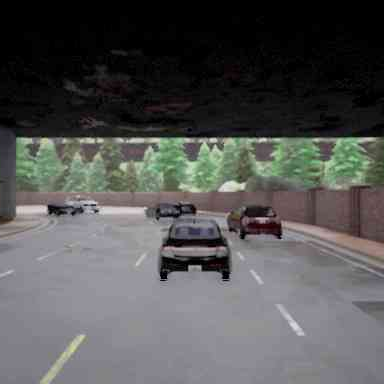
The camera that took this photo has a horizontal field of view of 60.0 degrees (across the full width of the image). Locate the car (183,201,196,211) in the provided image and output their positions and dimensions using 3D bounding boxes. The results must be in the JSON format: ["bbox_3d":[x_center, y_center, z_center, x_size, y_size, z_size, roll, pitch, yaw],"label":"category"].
[{"bbox_3d":[-1.245,1.685,34.379,2.128,1.511,4.902,0,0,-26],"label":"car"}]

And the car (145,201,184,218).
[{"bbox_3d":[-2.782,1.716,29.857,2.033,1.411,5.357,0,0,-22],"label":"car"}]

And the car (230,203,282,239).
[{"bbox_3d":[3.259,1.455,18.186,2.097,1.767,4.553,0,0,-4],"label":"car"}]

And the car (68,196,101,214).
[{"bbox_3d":[-12.709,1.439,38.586,2.150,2.045,5.566,1,-1,-44],"label":"car"}]

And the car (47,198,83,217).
[{"bbox_3d":[-13.181,1.681,33.649,2.128,1.511,4.902,1,-1,-38],"label":"car"}]

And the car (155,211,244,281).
[{"bbox_3d":[0.072,1.549,10.061,2.128,1.511,4.902,0,0,0],"label":"car"}]
